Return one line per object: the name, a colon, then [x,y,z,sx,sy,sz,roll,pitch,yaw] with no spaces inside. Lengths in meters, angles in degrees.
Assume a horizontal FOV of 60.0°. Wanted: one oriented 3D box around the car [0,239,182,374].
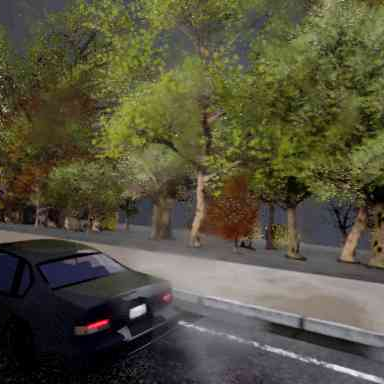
car: [-2.719,1.537,5.623,5.357,1.411,2.033,0,0,36]
